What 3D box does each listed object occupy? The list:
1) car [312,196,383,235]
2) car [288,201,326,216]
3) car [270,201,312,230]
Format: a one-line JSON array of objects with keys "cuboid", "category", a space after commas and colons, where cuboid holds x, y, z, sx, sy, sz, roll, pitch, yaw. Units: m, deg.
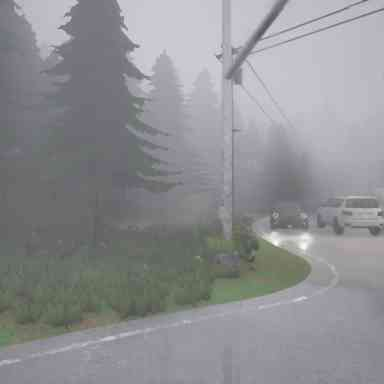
[{"cuboid": [8.888, 1.244, 19.176, 2.150, 2.045, 5.566, 0, 0, 6], "category": "car"}, {"cuboid": [11.773, 1.622, 33.865, 1.895, 1.301, 4.718, 0, 0, 42], "category": "car"}, {"cuboid": [6.045, 1.376, 21.106, 2.097, 1.767, 4.553, 0, 0, 12], "category": "car"}]
